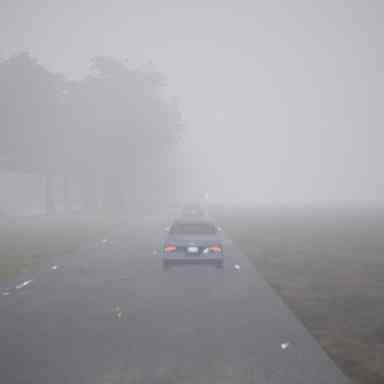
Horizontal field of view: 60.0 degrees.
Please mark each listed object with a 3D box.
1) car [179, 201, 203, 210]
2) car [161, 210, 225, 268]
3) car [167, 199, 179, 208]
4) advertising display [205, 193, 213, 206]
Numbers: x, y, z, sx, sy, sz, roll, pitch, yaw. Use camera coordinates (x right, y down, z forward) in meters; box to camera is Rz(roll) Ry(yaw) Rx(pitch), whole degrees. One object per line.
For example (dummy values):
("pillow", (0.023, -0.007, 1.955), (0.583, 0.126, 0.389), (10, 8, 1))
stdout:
("car", (0.067, 1.671, 30.630), (1.994, 1.385, 4.181), (0, 0, 0))
("car", (0.044, 1.572, 11.272), (2.033, 1.411, 5.357), (0, 0, 0))
("car", (-2.843, 1.774, 52.027), (1.812, 1.442, 4.674), (0, 0, 0))
("advertising display", (3.123, 1.363, 61.960), (1.540, 2.440, 0.280), (1, 0, 0))
